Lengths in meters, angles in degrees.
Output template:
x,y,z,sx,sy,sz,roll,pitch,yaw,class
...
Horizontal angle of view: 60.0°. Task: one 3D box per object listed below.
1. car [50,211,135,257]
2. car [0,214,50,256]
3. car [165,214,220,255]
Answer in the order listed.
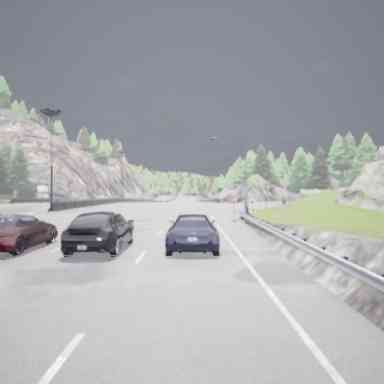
x,y,z,sx,sy,sz,roll,pitch,yaw,class
-3.476,1.501,12.965,1.837,1.490,4.892,0,0,0,car
-6.973,1.560,13.106,1.994,1.385,4.181,0,0,0,car
0.026,1.560,13.223,1.994,1.385,4.181,0,0,0,car
